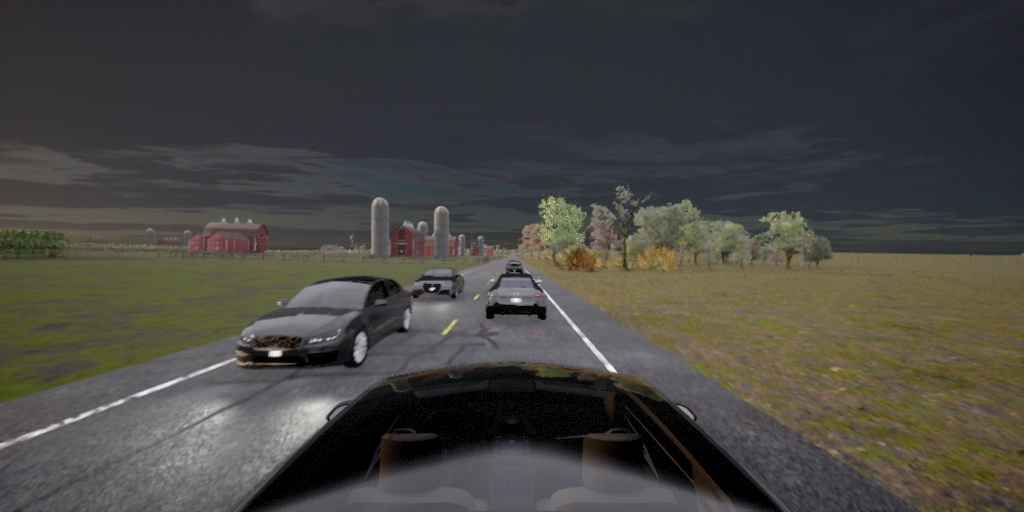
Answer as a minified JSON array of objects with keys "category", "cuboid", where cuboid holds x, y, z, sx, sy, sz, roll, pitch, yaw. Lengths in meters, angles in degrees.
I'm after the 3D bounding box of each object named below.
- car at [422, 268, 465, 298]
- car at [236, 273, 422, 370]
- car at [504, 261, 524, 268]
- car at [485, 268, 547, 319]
[{"category":"car","cuboid":[-3.531,1.275,17.899,1.994,1.385,4.181,0,0,1]},{"category":"car","cuboid":[-3.582,1.224,7.855,1.837,1.490,4.892,0,0,0]},{"category":"car","cuboid":[0.243,1.228,39.050,1.837,1.490,4.892,0,0,0]},{"category":"car","cuboid":[0.137,1.306,12.848,1.994,1.385,4.181,0,0,0]}]
